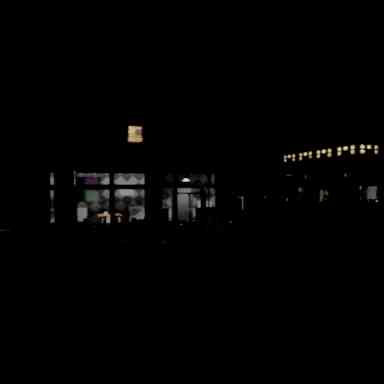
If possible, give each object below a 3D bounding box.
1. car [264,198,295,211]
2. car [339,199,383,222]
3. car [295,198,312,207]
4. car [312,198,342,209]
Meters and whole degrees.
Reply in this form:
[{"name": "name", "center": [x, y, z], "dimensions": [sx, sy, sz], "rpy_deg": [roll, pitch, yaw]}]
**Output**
[{"name": "car", "center": [9.703, 1.396, 39.175], "dimensions": [1.967, 1.590, 4.097], "rpy_deg": [-1, 1, -19]}, {"name": "car", "center": [14.103, 1.542, 26.013], "dimensions": [1.947, 1.339, 4.313], "rpy_deg": [-1, 1, -19]}, {"name": "car", "center": [15.830, 1.441, 47.136], "dimensions": [1.802, 1.307, 4.206], "rpy_deg": [-1, 1, -19]}, {"name": "car", "center": [17.630, 1.450, 41.903], "dimensions": [1.802, 1.307, 4.206], "rpy_deg": [-1, 1, -19]}]
